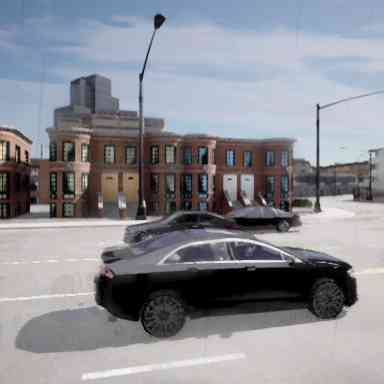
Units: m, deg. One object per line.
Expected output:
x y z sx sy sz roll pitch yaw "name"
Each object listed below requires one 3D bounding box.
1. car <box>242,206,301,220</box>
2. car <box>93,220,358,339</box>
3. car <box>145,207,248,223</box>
3.321 1.482 18.078 5.357 1.411 2.033 0 0 -16 "car"
0.695 1.467 6.230 4.902 1.511 2.128 0 0 -15 "car"
-0.363 1.476 13.403 4.674 1.442 1.812 0 0 -15 "car"
